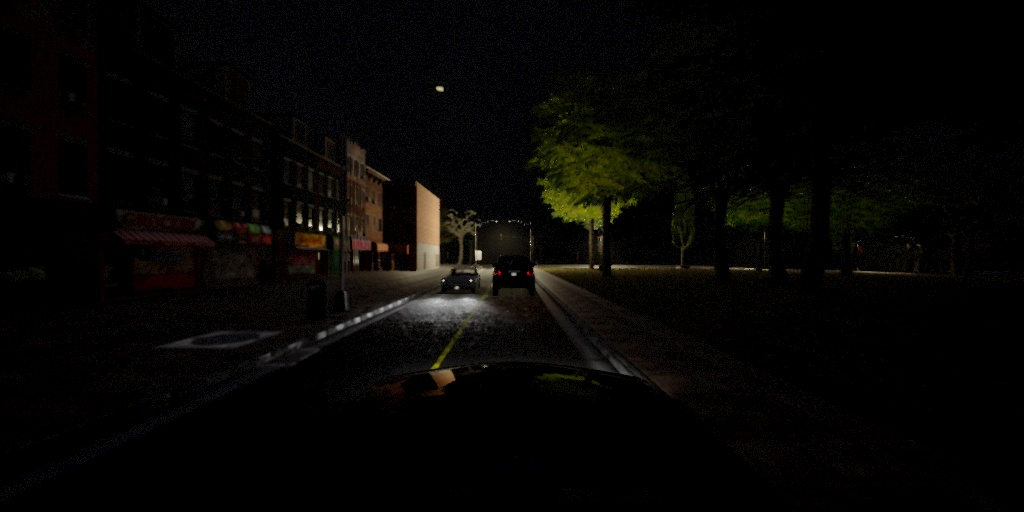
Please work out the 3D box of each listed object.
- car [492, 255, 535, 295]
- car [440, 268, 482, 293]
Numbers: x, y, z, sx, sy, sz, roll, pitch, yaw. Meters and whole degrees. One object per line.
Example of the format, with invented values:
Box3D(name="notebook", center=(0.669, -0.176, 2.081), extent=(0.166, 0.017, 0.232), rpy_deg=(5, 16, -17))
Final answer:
Box3D(name="car", center=(0.092, 0.978, 19.816), extent=(2.150, 2.045, 5.566), rpy_deg=(0, 0, 0))
Box3D(name="car", center=(-2.856, 1.358, 20.858), extent=(1.895, 1.301, 4.718), rpy_deg=(0, 0, 0))
